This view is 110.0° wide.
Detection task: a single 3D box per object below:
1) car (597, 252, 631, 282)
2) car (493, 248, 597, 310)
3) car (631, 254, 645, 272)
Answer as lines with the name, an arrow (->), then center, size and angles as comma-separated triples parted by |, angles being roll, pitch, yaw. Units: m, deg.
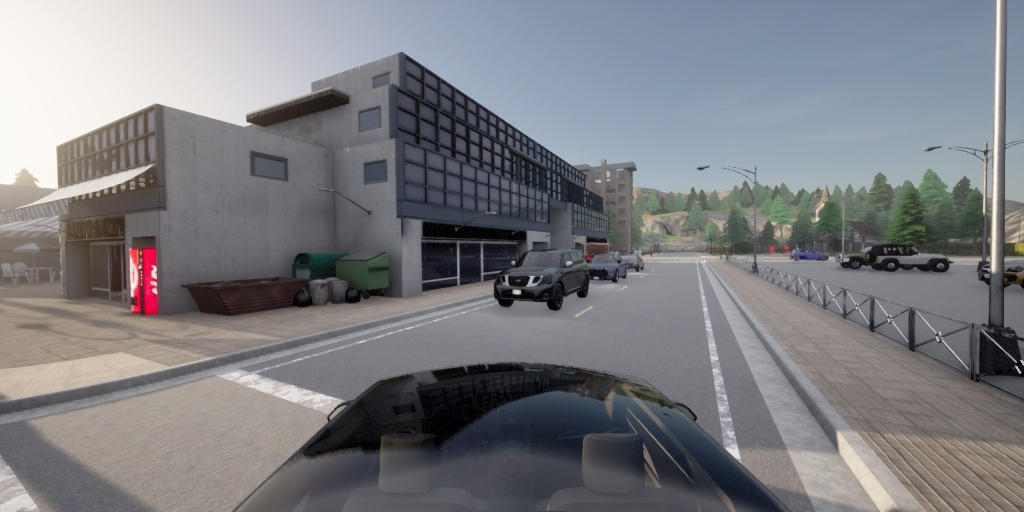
car -> 5.855, 0.633, 22.610 | 2.097, 1.767, 4.553 | 0, 1, 27
car -> 1.399, 0.733, 13.841 | 2.150, 2.045, 5.566 | 0, 1, 27
car -> 10.496, 0.567, 31.730 | 1.812, 1.442, 4.674 | 0, 1, 27
